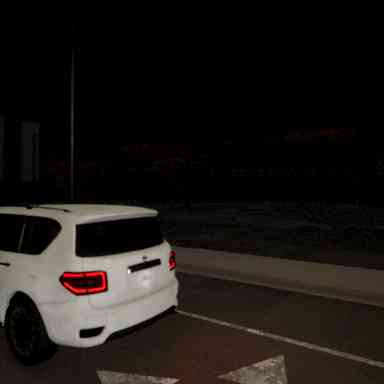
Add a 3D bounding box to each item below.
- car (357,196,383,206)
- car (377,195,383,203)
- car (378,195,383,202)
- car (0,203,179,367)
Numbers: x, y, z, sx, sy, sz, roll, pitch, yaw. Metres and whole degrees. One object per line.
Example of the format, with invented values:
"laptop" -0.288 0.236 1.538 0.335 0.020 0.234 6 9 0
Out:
"car" 30.878 1.604 56.779 4.892 1.490 1.837 1 1 33
"car" 39.921 1.527 67.903 2.038 1.542 4.974 1 1 6
"car" 39.928 1.369 67.953 1.853 1.218 4.536 1 1 6
"car" -2.820 1.221 5.997 5.566 2.045 2.150 0 0 35
